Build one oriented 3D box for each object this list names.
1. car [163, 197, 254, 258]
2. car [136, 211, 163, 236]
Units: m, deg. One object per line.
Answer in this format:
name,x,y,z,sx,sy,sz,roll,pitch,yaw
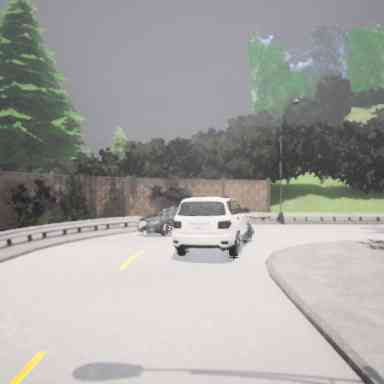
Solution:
car,0.973,1.215,13.128,2.150,2.045,5.566,-1,0,16
car,-0.636,1.481,17.926,4.902,1.511,2.128,0,0,-39
